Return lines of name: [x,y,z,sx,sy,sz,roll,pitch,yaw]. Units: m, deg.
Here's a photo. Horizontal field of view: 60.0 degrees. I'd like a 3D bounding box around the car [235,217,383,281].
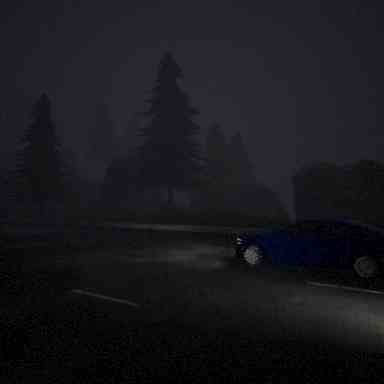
car: [3.692,1.479,9.881,5.008,1.535,1.882,-1,-1,34]
